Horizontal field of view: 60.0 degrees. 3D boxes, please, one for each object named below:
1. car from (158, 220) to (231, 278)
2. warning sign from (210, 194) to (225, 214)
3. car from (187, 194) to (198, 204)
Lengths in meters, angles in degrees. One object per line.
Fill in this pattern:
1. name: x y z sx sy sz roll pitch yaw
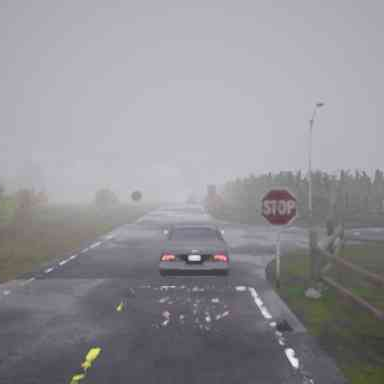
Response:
1. car: 0.070 1.561 10.125 2.033 1.411 5.357 0 0 0
2. warning sign: 2.444 1.149 31.911 1.300 1.860 1.060 0 0 0
3. car: -0.007 1.595 64.360 1.994 1.385 4.181 0 0 0
